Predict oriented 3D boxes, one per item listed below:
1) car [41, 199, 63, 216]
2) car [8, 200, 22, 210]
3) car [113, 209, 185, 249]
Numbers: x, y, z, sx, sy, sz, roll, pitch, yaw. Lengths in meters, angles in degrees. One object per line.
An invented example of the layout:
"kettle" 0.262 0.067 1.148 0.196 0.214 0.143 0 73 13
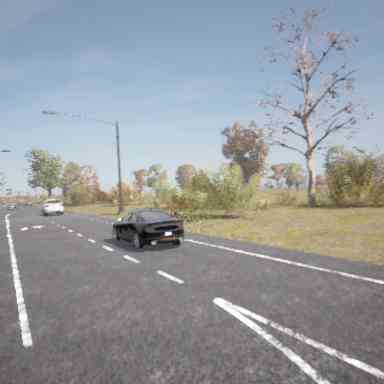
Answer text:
"car" -18.665 1.973 44.321 2.150 2.045 5.566 -3 0 -29
"car" -40.551 3.187 75.743 2.128 1.511 4.902 -3 0 -25
"car" -2.124 1.524 15.023 1.882 1.535 5.008 -3 0 -29
